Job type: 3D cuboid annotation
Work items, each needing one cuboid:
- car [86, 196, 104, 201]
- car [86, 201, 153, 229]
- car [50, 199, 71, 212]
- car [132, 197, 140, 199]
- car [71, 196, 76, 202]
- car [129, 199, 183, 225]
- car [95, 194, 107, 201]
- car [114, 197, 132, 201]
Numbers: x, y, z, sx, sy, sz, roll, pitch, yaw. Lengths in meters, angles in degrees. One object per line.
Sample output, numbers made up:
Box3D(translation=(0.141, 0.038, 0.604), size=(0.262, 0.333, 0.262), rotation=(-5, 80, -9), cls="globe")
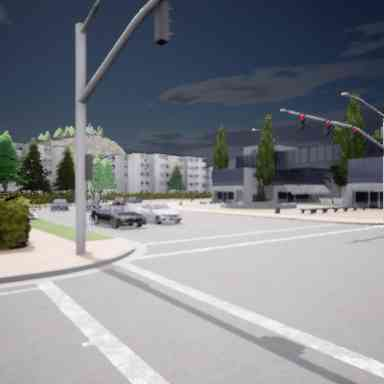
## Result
Box3D(translation=(-12.086, 1.565, 40.036), size=(1.994, 1.385, 4.181), rotation=(0, 0, -21), cls="car")
Box3D(translation=(-4.971, 1.548, 21.829), size=(2.033, 1.411, 5.357), rotation=(0, 0, -38), cls="car")
Box3D(translation=(-15.563, 1.527, 39.350), size=(1.812, 1.442, 4.674), rotation=(0, 0, -20), cls="car")
Box3D(translation=(-11.162, 1.564, 64.602), size=(1.994, 1.385, 4.181), rotation=(0, 0, 14), cls="car")
Box3D(translation=(-18.882, 1.244, 55.489), size=(1.812, 1.442, 4.674), rotation=(0, 0, -1), cls="car")
Box3D(translation=(-2.569, 1.526, 24.459), size=(1.812, 1.442, 4.674), rotation=(0, 0, -37), cls="car")
Box3D(translation=(-15.383, 1.155, 55.578), size=(1.837, 1.490, 4.892), rotation=(0, 0, -1), cls="car")
Box3D(translation=(-11.568, 1.548, 54.171), size=(2.033, 1.411, 5.357), rotation=(0, 0, -4), cls="car")
